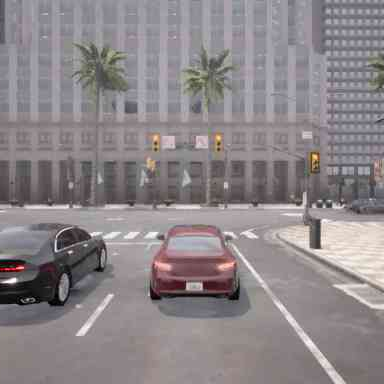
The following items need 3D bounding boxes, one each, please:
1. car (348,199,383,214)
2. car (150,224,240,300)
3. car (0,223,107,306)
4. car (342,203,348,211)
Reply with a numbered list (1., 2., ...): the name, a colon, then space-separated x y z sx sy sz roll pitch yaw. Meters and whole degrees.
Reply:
1. car: 19.032 1.564 34.539 4.181 1.385 1.994 0 0 0
2. car: 0.070 1.526 8.255 1.812 1.442 4.674 0 0 1
3. car: -3.439 1.505 8.000 1.837 1.490 4.892 0 0 0
4. car: 19.751 1.491 38.039 4.902 1.511 2.128 0 0 0
